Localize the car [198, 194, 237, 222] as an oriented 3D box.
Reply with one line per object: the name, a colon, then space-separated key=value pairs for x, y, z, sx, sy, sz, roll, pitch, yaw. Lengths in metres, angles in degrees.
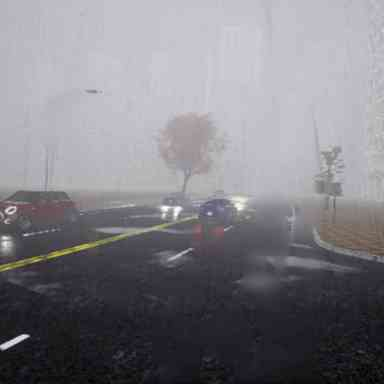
car: x=1.760 y=1.087 z=21.962 sx=1.812 sy=1.442 sz=4.674 roll=3 pitch=1 yaw=17

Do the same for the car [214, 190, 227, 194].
car: x=4.809 y=0.389 z=56.063 sx=1.812 sy=1.442 sz=4.674 roll=3 pitch=1 yaw=15

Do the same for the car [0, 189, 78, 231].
car: x=-7.401 y=0.664 z=15.367 sx=2.097 sy=1.767 sz=4.553 roll=3 pitch=1 yaw=18

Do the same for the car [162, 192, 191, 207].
car: x=-1.483 y=0.684 z=34.115 sx=1.994 sy=1.385 sz=4.181 roll=3 pitch=1 yaw=17
